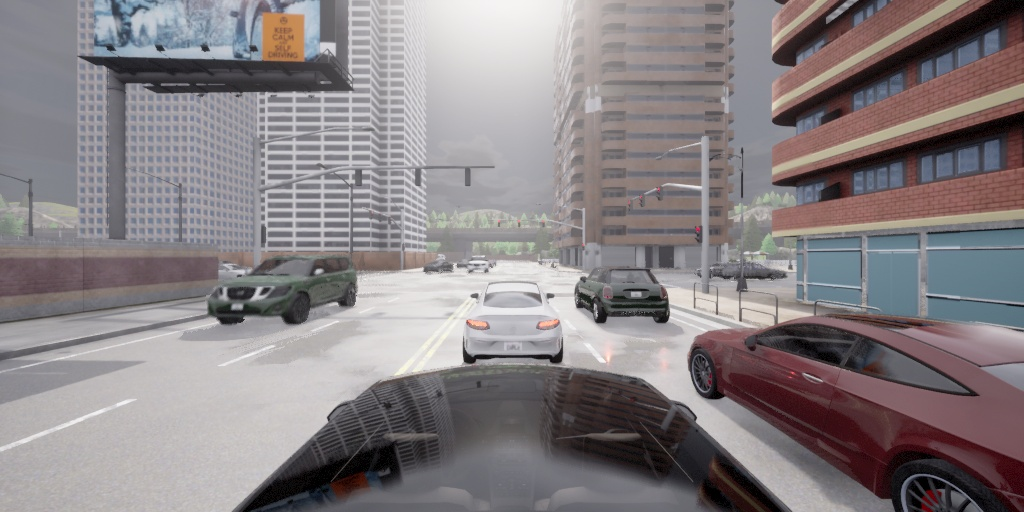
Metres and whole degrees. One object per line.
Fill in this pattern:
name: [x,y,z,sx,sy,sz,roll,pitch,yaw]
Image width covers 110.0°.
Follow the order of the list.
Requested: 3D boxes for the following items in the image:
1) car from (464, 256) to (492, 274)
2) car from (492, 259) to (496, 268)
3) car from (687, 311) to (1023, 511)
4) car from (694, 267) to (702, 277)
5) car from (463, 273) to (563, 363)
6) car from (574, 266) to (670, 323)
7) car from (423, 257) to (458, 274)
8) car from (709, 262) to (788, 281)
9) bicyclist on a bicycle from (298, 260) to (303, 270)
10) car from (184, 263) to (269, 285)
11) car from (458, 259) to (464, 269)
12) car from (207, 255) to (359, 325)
car: [-3.945,0.972,42.462,2.150,2.045,5.566,0,0,0]
car: [-4.058,1.275,58.015,1.812,1.442,4.674,0,0,0]
car: [3.579,1.276,3.517,1.812,1.442,4.674,0,0,0]
car: [19.372,1.276,33.106,4.674,1.442,1.812,0,0,0]
car: [0.014,1.276,8.019,1.812,1.442,4.674,0,0,0]
car: [3.494,1.102,12.236,2.097,1.767,4.553,0,0,0]
car: [-8.399,1.227,41.437,1.882,1.535,5.008,0,0,15]
car: [19.355,1.297,29.367,5.357,1.411,2.033,0,0,-1]
bicyclist on a bicycle: [-25.994,1.051,43.769,0.582,1.620,1.656,0,0,0]
car: [-20.455,1.276,25.825,4.674,1.442,1.812,0,0,0]
car: [-7.551,1.227,57.064,1.882,1.535,5.008,0,0,0]
car: [-7.186,0.971,12.116,2.150,2.045,5.566,0,0,0]
